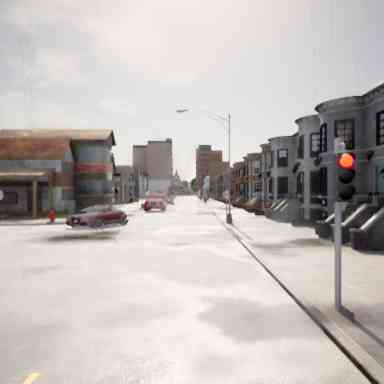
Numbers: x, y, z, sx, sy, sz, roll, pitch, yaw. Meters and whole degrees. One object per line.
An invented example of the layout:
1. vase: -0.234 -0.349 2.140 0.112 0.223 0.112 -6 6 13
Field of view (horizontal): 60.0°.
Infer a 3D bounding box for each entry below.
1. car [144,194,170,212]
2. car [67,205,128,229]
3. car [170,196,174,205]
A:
1. car: -4.100 1.197 38.016 2.150 2.045 5.566 0 0 0
2. car: -6.003 1.550 21.540 1.994 1.385 4.181 0 0 27
3. car: -4.070 1.467 56.724 1.837 1.490 4.892 0 0 0
